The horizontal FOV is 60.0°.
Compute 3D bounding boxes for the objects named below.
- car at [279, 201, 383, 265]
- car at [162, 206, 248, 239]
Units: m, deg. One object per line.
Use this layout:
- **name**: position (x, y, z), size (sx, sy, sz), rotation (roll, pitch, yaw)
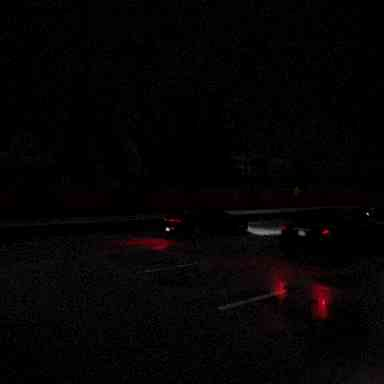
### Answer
- **car**: position (5.240, 1.351, 11.870), size (4.553, 1.767, 2.097), rotation (0, 0, -35)
- **car**: position (0.784, 1.506, 17.276), size (4.892, 1.490, 1.837), rotation (0, 0, -36)
